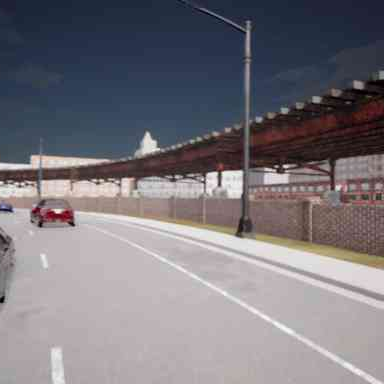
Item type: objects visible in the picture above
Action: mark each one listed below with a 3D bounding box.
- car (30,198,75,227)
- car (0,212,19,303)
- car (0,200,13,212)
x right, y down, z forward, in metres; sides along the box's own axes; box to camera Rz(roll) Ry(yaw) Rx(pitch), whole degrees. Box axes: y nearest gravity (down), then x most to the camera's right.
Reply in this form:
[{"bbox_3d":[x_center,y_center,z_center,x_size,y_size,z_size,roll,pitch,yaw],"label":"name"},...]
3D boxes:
[{"bbox_3d":[-9.045,1.190,21.419,2.097,1.767,4.553,2,-1,-33],"label":"car"},{"bbox_3d":[-5.008,1.413,7.341,2.033,1.411,5.357,1,0,-26],"label":"car"},{"bbox_3d":[-21.703,1.627,37.440,1.994,1.385,4.181,2,-3,-43],"label":"car"}]
